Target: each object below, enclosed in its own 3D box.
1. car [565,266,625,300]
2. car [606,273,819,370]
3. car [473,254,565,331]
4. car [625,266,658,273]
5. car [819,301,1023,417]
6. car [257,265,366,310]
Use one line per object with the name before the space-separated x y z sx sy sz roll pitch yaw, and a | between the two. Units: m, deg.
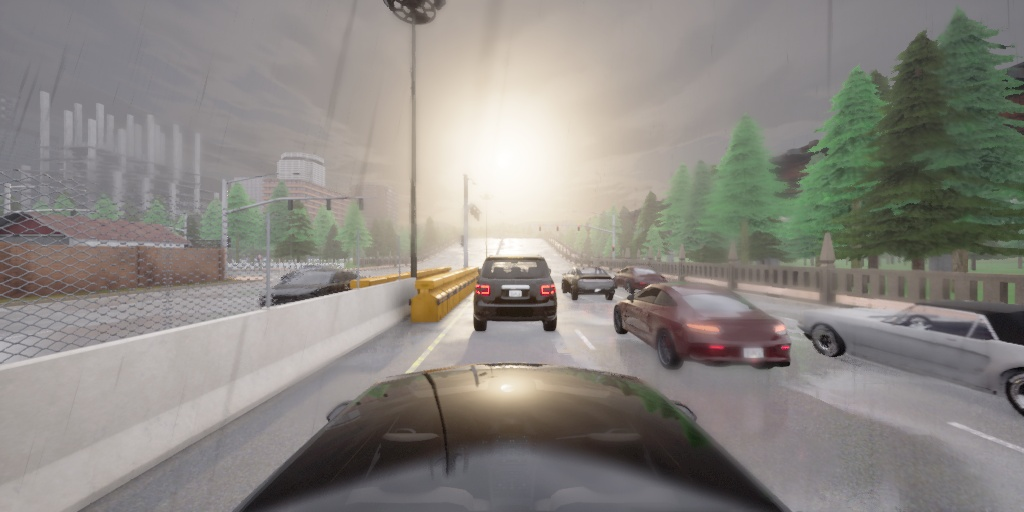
car | 3.573 1.241 17.453 2.128 1.511 4.902 0 0 0
car | 3.592 1.276 7.632 1.812 1.442 4.674 0 0 0
car | 0.081 0.971 11.072 2.150 2.045 5.566 0 0 0
car | 7.064 1.275 20.264 1.812 1.442 4.674 0 0 0
car | 7.094 1.351 5.570 1.895 1.301 4.718 0 0 0
car | -7.106 1.227 13.324 1.882 1.535 5.008 0 0 0
